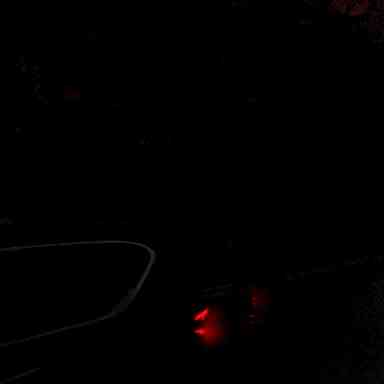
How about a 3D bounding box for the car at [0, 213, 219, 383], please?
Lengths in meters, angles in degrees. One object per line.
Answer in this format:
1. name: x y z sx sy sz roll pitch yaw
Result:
1. car: -2.378 1.221 1.989 5.566 2.045 2.150 0 0 -35
